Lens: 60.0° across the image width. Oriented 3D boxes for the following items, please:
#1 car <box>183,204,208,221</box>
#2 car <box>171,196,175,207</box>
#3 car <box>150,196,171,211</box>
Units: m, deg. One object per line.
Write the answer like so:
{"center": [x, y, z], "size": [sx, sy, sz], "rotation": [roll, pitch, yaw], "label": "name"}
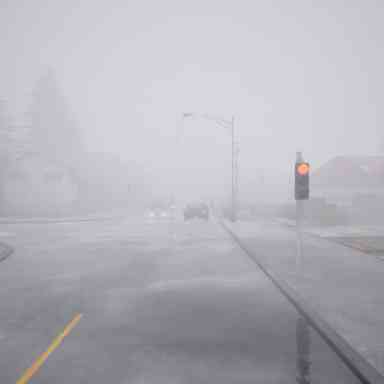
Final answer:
{"center": [0.379, 1.600, 27.281], "size": [1.895, 1.301, 4.718], "rotation": [0, 0, 3], "label": "car"}
{"center": [-4.049, 1.525, 50.785], "size": [1.812, 1.442, 4.674], "rotation": [0, 0, 0], "label": "car"}
{"center": [-4.062, 1.504, 41.574], "size": [1.837, 1.490, 4.892], "rotation": [0, 0, 0], "label": "car"}
